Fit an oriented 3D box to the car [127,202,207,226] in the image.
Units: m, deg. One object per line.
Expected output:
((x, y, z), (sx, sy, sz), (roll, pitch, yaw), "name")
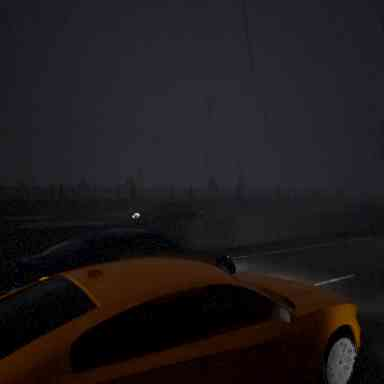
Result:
((-1.718, 1.470, 23.894), (5.357, 1.411, 2.033), (0, 0, -34), "car")

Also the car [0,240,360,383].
((-0.207, 1.466, 3.473), (5.008, 1.535, 1.882), (0, 0, -35), "car")

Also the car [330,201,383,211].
((12.340, 1.408, 24.908), (5.008, 1.535, 1.882), (0, 0, -34), "car")

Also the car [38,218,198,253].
((-1.184, 1.502, 7.061), (4.674, 1.442, 1.812), (0, 0, -35), "car")

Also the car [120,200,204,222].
((-1.902, 1.288, 19.556), (4.553, 1.767, 2.097), (0, 0, -34), "car")
